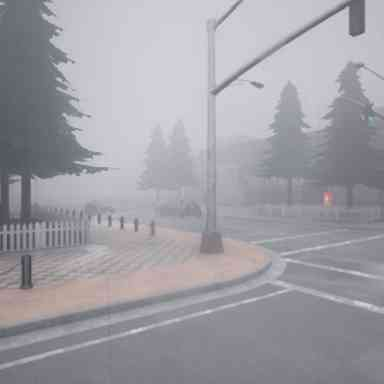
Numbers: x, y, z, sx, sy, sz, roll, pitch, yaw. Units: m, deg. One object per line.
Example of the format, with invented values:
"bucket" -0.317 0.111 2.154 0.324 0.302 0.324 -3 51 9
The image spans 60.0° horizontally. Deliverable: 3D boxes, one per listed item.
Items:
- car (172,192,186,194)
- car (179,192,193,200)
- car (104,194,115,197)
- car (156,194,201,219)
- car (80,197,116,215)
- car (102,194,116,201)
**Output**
"car" -3.632 1.036 86.196 1.932 1.855 4.605 0 0 -37
"car" -1.545 1.011 88.258 1.905 1.878 3.866 0 0 -37
"car" -18.639 1.343 75.234 1.845 1.501 3.633 0 0 -37
"car" -1.260 1.339 29.171 2.097 1.767 4.553 0 0 -37
"car" -9.577 1.522 34.233 1.812 1.442 4.674 0 0 -37
"car" -20.667 1.349 82.969 1.970 1.475 3.806 0 0 -37
